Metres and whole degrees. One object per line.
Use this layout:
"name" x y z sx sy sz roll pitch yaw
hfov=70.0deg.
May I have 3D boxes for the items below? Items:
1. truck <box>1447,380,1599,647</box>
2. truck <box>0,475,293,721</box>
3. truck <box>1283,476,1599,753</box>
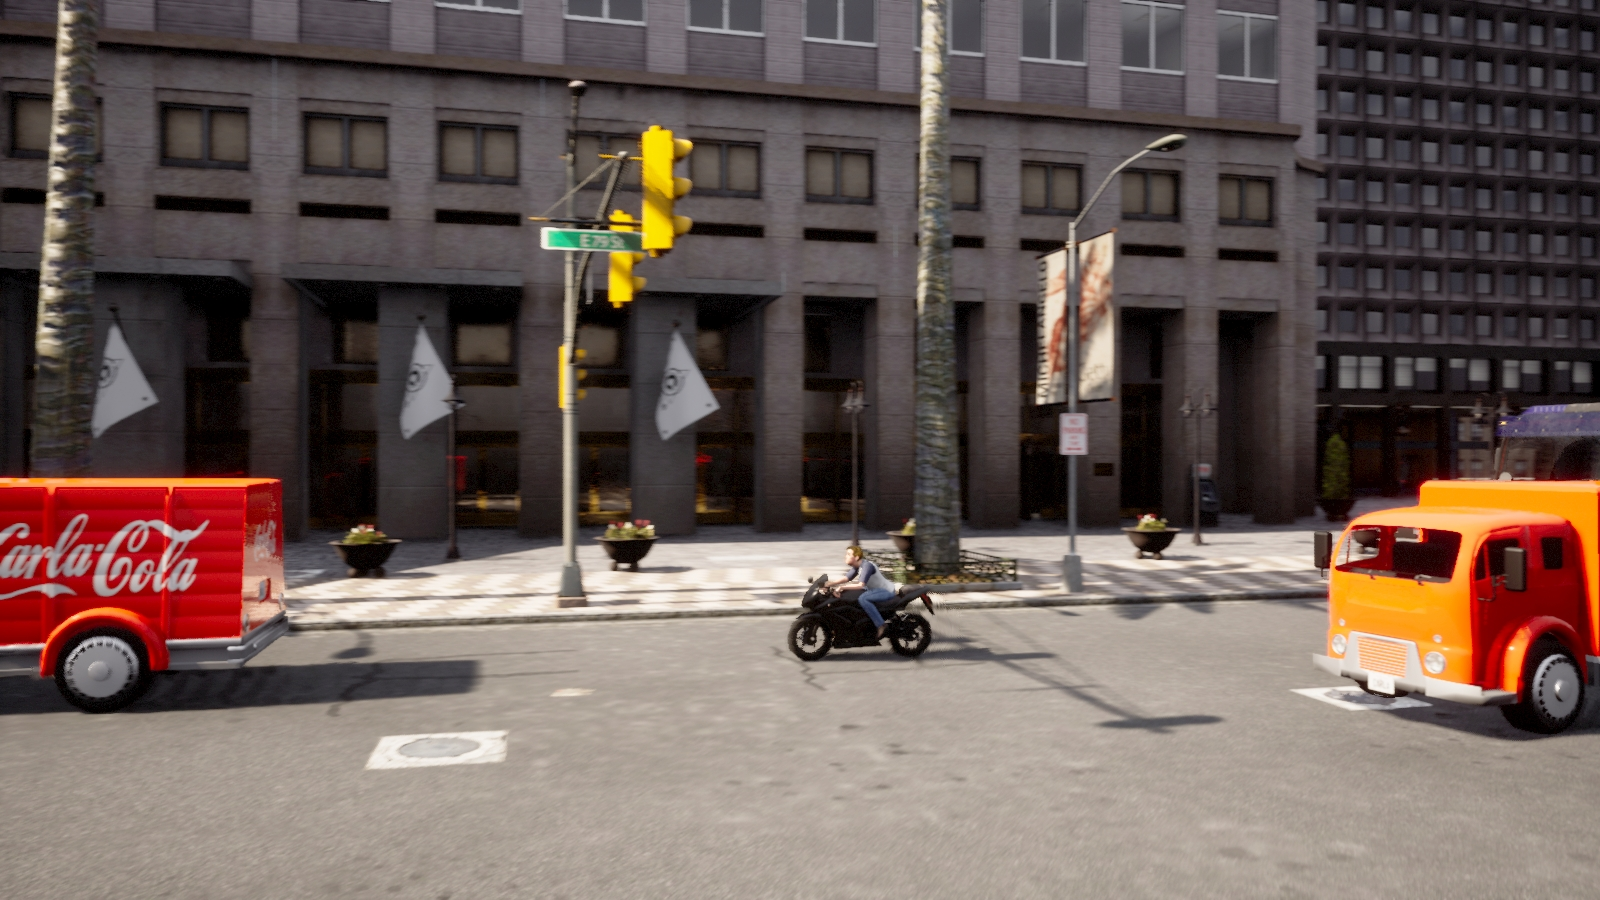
"truck" 15.286 0.916 18.693 8.468 3.827 2.891 0 0 -13
"truck" -8.830 1.554 12.985 5.204 2.467 2.627 0 0 -13
"truck" 8.419 1.581 12.814 5.204 2.467 2.627 0 0 -22
